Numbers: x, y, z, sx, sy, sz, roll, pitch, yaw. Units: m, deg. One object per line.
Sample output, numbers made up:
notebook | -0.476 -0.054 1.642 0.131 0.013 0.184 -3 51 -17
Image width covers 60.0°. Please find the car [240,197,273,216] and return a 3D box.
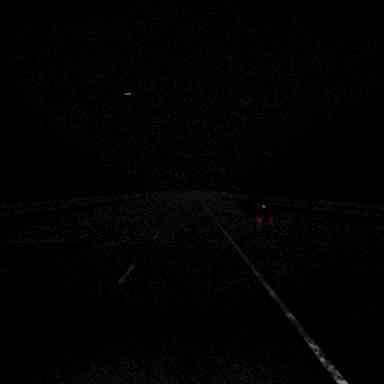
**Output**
car | 5.805 1.264 30.323 2.033 1.649 4.856 0 0 -7
